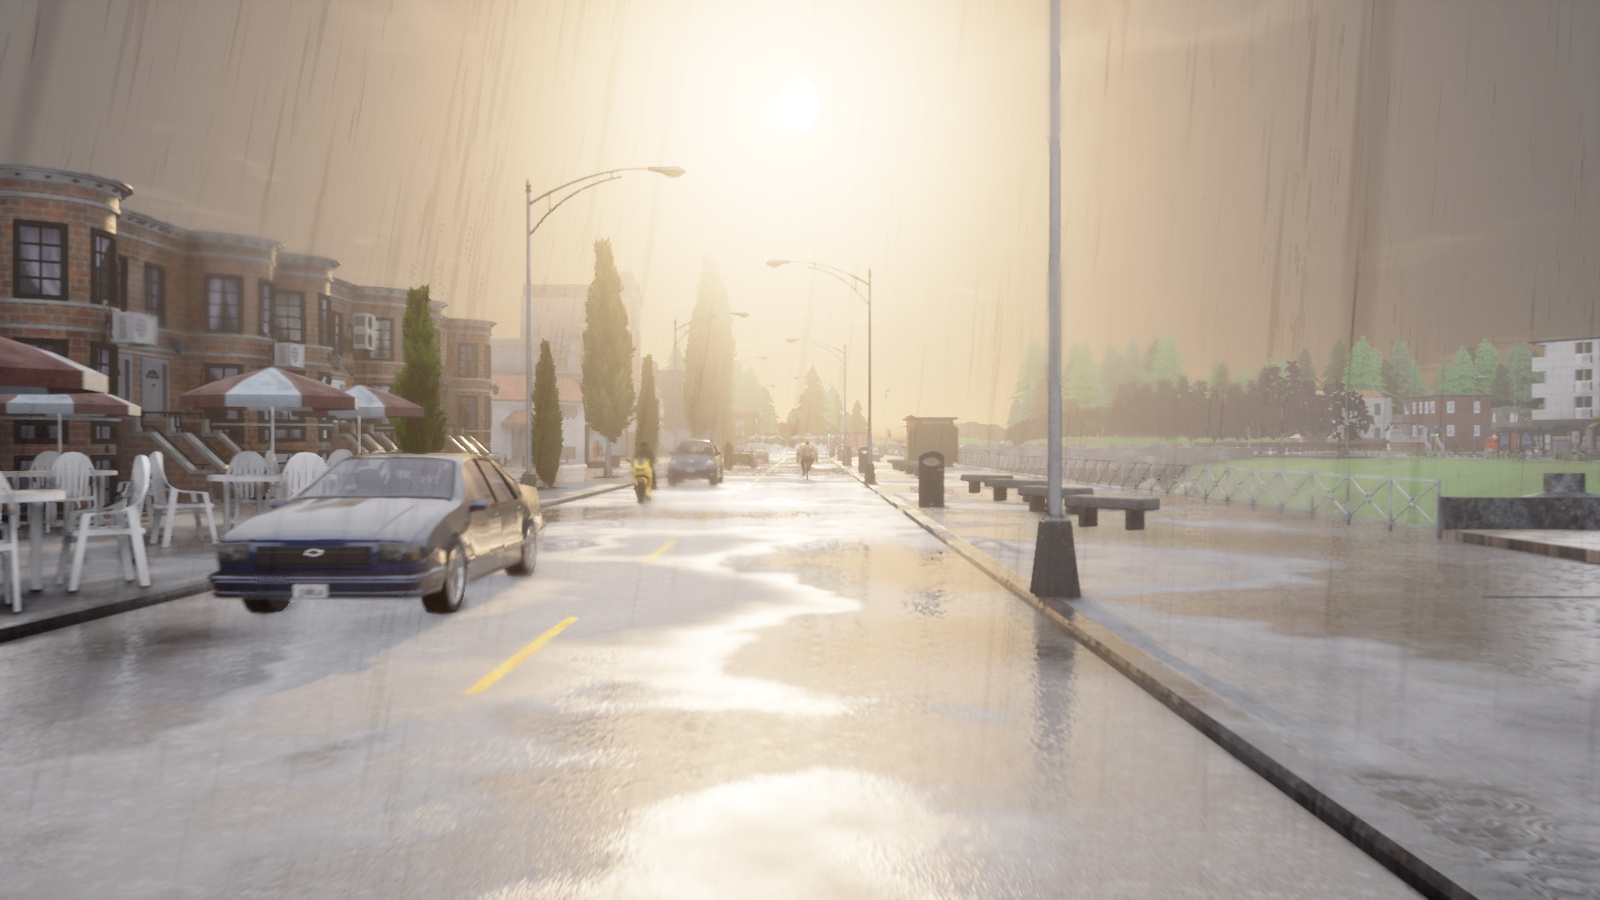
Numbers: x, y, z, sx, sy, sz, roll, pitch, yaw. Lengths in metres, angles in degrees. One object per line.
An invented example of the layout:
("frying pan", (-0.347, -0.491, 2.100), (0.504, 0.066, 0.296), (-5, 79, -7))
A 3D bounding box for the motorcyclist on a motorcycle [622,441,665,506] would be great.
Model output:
("motorcyclist on a motorcycle", (-3.814, 0.552, 30.763), (0.797, 1.523, 2.044), (0, 0, 0))

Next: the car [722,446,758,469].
("car", (-3.568, 0.420, 75.223), (1.895, 1.301, 4.718), (0, 0, 0))

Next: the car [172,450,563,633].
("car", (-3.914, 0.720, 12.573), (2.033, 1.411, 5.357), (0, 0, 0))

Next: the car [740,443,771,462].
("car", (-3.441, 0.192, 97.903), (2.163, 1.488, 4.792), (0, 0, 0))

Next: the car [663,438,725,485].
("car", (-3.735, 0.388, 44.952), (1.851, 1.617, 3.988), (0, 0, 0))
